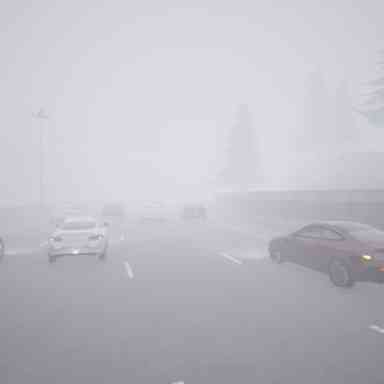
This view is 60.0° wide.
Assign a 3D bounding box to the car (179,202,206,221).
[{"bbox_3d":[-0.010,1.608,28.578,1.882,1.535,5.008,-1,0,-7],"label":"car"}]

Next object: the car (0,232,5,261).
[{"bbox_3d":[-7.095,1.619,9.825,1.837,1.490,4.892,-1,0,-15],"label":"car"}]

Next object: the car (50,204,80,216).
[{"bbox_3d":[-10.474,1.756,27.750,1.812,1.442,4.674,-1,0,-7],"label":"car"}]

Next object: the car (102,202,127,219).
[{"bbox_3d":[-7.389,1.710,31.781,2.128,1.511,4.902,-1,0,-6],"label":"car"}]

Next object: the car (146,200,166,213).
[{"bbox_3d":[-4.480,1.786,42.343,2.033,1.411,5.357,-1,0,-1],"label":"car"}]

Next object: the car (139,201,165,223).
[{"bbox_3d":[-3.318,1.682,27.133,1.812,1.442,4.674,-1,0,-8],"label":"car"}]

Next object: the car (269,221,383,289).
[{"bbox_3d":[3.916,1.527,9.235,1.812,1.442,4.674,-1,0,-16],"label":"car"}]

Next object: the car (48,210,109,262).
[{"bbox_3d":[-4.177,1.623,12.550,1.812,1.442,4.674,-1,0,-14],"label":"car"}]
